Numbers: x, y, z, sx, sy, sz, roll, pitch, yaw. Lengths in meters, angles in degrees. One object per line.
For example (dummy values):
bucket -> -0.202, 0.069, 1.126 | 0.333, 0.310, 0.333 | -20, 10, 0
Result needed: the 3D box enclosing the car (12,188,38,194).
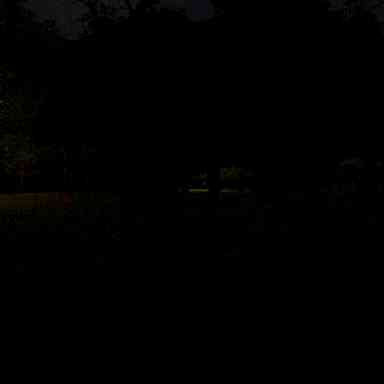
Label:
car -> -37.353, -0.126, 74.442 | 2.033, 1.411, 5.357 | -2, 0, 34
